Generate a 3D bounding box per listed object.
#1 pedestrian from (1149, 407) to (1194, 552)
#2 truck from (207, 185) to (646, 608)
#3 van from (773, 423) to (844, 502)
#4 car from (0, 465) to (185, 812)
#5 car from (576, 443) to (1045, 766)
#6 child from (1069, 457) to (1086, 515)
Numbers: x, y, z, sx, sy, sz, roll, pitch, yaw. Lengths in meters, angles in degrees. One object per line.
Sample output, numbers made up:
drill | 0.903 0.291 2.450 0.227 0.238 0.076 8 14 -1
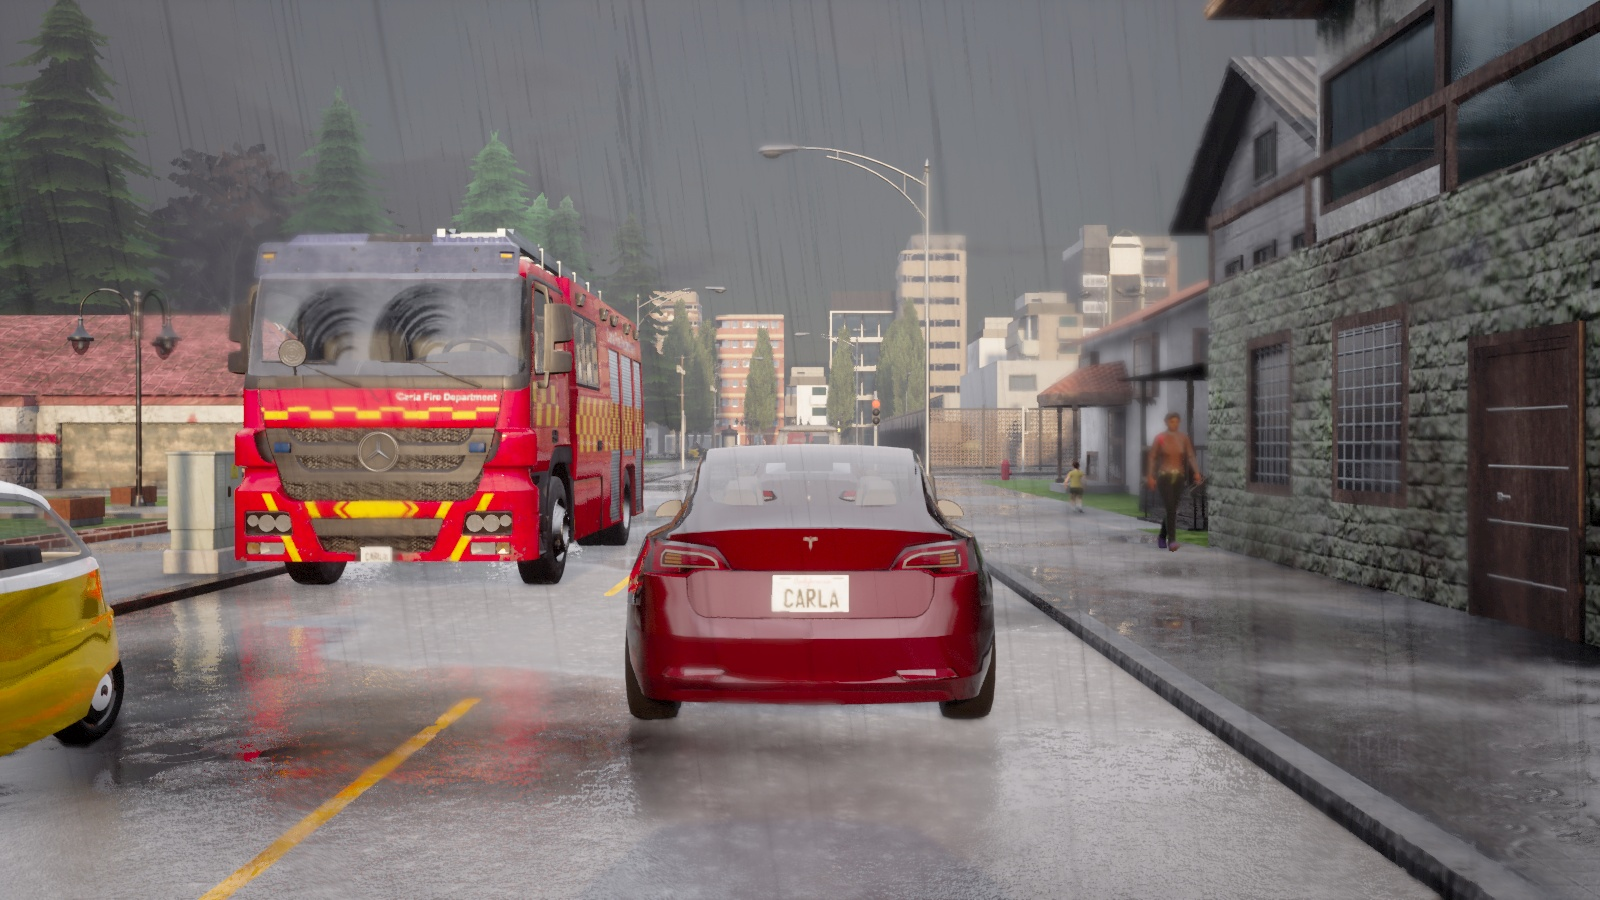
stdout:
pedestrian | 4.738 0.369 16.046 0.328 1.805 0.869 0 0 1
truck | -3.897 -0.509 15.604 2.891 3.827 8.468 0 0 0
van | 0.212 0.308 33.971 1.775 1.987 4.442 0 0 0
car | -3.954 0.767 5.450 1.481 1.376 2.207 0 0 0
car | 0.061 0.700 8.198 2.163 1.488 4.792 0 0 0
child | 5.436 0.701 24.629 0.255 1.110 0.394 0 0 1
